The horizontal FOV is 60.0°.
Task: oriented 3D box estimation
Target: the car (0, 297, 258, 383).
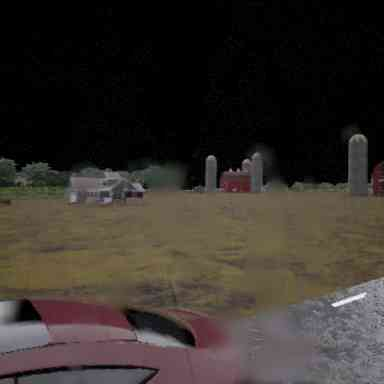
[{"bbox_3d":[-1.605,1.524,1.926,4.674,1.442,1.812,0,0,-36],"label":"car"}]
